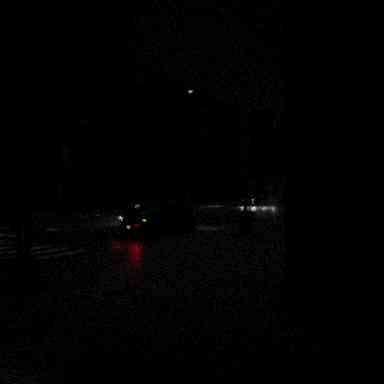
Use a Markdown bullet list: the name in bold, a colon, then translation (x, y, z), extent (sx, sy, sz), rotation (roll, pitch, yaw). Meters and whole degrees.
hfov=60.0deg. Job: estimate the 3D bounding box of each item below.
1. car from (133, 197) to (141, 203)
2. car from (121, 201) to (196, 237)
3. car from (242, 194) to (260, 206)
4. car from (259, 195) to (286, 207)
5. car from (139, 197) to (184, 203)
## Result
- **car**: translation (-4.330, 1.233, 30.913), extent (2.097, 1.767, 4.553), rotation (0, 0, 35)
- **car**: translation (-1.659, 1.439, 17.652), extent (1.812, 1.442, 4.674), rotation (0, 0, 36)
- **car**: translation (9.276, 1.132, 49.989), extent (2.097, 1.767, 4.553), rotation (0, 0, 36)
- **car**: translation (11.954, 1.380, 48.142), extent (1.895, 1.301, 4.718), rotation (0, 0, 36)
- **car**: translation (-1.897, 1.371, 28.726), extent (2.128, 1.511, 4.902), rotation (0, 0, 35)
